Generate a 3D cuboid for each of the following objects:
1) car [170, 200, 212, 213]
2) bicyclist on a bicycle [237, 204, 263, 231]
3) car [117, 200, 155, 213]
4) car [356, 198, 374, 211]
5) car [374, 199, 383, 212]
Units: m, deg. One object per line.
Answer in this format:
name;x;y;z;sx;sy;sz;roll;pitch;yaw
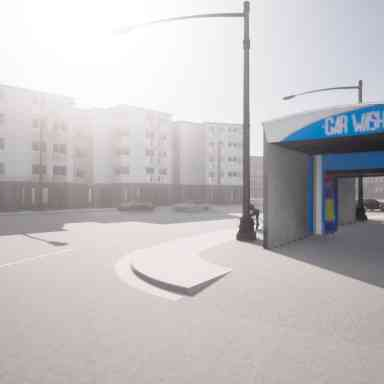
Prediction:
car;-0.071;1.601;37.637;4.718;1.301;1.895;0;0;-36
bicyclist on a bicycle;3.193;1.301;18.294;1.656;1.620;0.582;0;0;38
car;-6.200;1.564;36.987;4.181;1.385;1.994;0;0;-41
car;20.987;1.505;39.644;4.892;1.490;1.837;0;0;-18
car;22.873;1.526;36.575;4.674;1.442;1.812;0;0;-18
